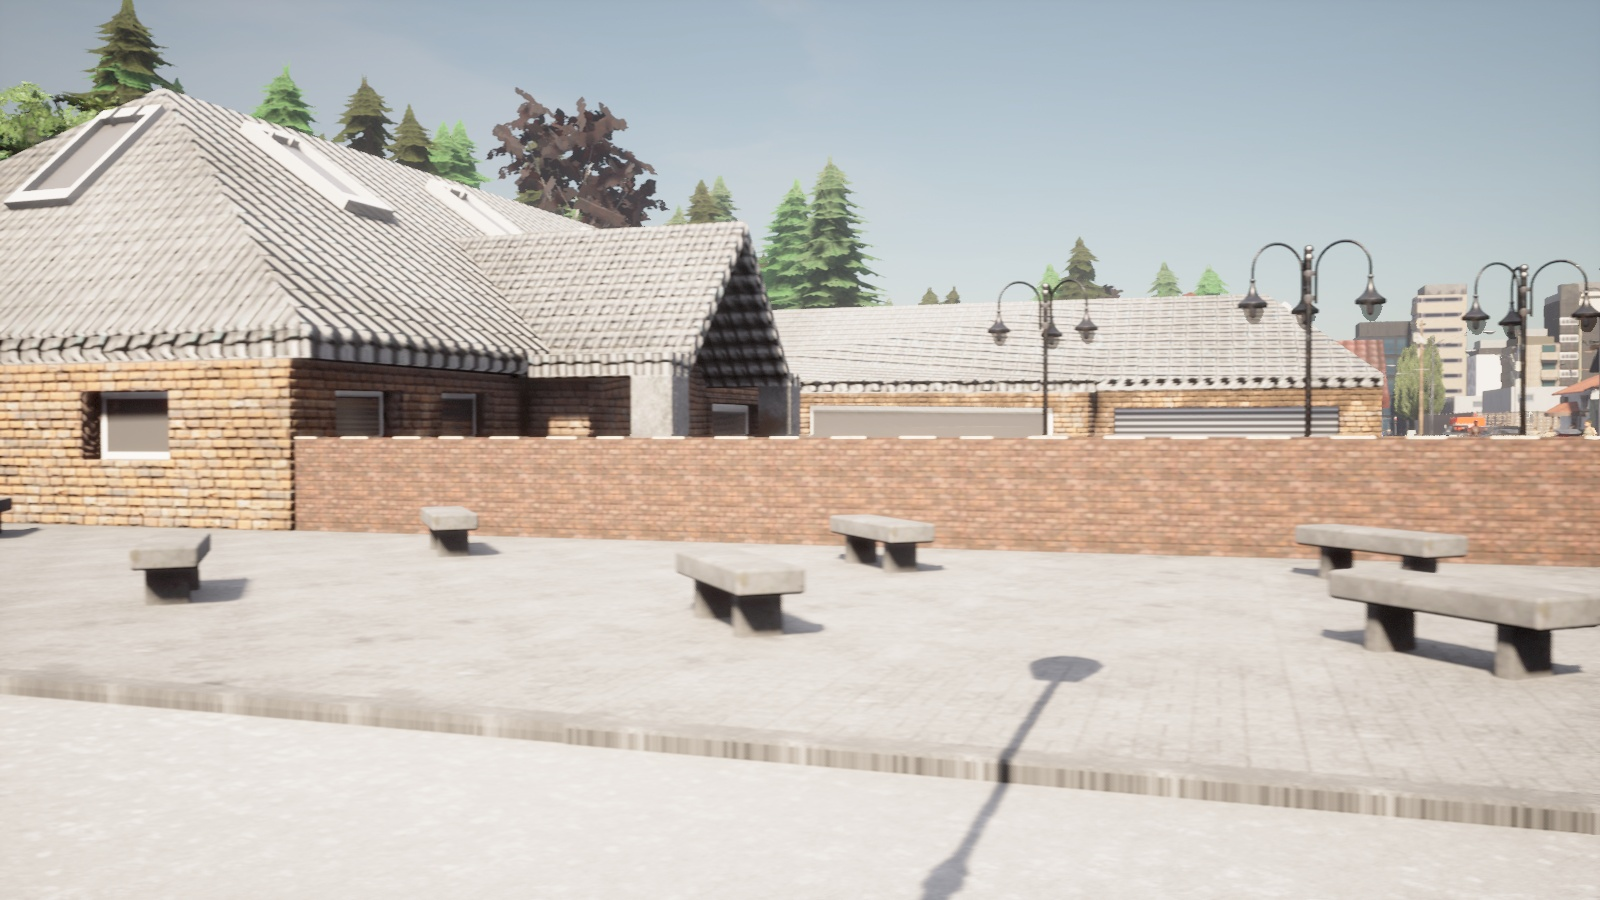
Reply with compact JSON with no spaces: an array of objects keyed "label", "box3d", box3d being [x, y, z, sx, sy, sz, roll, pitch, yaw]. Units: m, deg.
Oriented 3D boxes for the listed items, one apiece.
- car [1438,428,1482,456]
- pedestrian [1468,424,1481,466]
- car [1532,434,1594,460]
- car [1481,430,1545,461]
[{"label":"car","box3d":[45.409,-0.548,86.514,1.932,1.855,4.605,1,1,18]},{"label":"pedestrian","box3d":[29.442,-0.216,54.829,0.328,1.805,0.869,1,1,17]},{"label":"car","box3d":[46.018,-0.185,75.816,2.163,1.488,4.792,1,1,19]},{"label":"car","box3d":[40.062,-0.287,70.672,2.242,1.667,4.611,1,1,19]}]
